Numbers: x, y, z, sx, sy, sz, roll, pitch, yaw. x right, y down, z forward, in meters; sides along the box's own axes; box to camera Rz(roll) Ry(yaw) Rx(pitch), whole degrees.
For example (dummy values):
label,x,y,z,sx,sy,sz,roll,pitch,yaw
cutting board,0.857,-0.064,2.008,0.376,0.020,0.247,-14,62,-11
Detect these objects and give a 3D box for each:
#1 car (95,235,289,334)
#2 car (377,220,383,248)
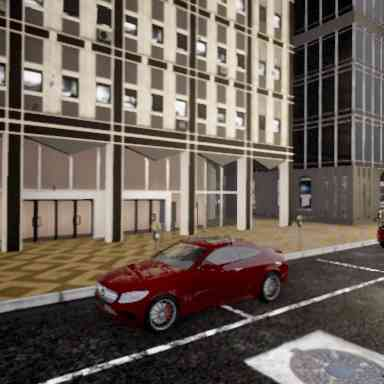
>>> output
label,x,y,z,sx,sy,sz,roll,pitch,yaw
car,0.216,1.584,6.708,4.206,1.307,1.802,0,0,-36
car,9.457,1.321,13.301,5.009,1.841,2.192,0,1,-36
